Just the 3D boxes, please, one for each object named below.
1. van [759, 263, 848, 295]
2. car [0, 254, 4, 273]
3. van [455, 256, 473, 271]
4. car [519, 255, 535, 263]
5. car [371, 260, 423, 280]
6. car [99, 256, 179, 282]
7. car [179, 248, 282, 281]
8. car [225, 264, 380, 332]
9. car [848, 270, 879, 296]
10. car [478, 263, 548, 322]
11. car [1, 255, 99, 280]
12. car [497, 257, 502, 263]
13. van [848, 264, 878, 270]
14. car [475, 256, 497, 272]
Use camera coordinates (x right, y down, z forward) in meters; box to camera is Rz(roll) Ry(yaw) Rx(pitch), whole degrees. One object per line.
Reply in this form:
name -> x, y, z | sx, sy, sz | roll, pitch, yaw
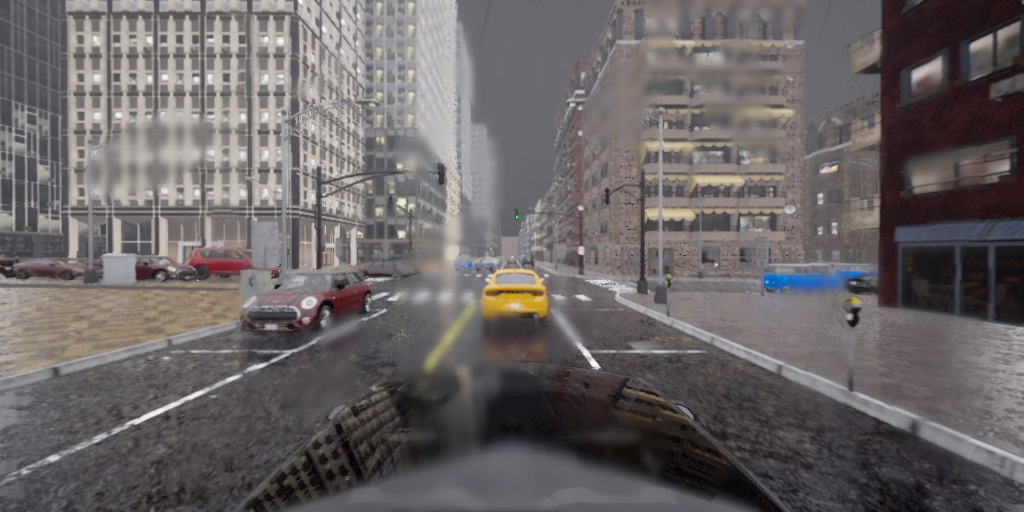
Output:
van -> 16.910, 1.355, 21.188 | 3.998, 1.789, 1.690 | 0, 0, 0
car -> -32.297, 0.381, 21.205 | 5.009, 1.841, 2.192 | 0, 0, 0
van -> -5.694, 0.891, 42.942 | 1.690, 1.789, 3.998 | 0, 0, 0
car -> 2.685, 0.790, 59.596 | 2.192, 1.841, 5.009 | 0, 0, 0
car -> -9.467, 1.016, 26.954 | 5.357, 1.411, 2.033 | 1, 0, 9
car -> -21.149, 0.720, 21.232 | 4.097, 1.591, 1.967 | 0, 0, 0
car -> -18.182, 0.541, 23.823 | 5.566, 2.045, 2.150 | 1, 0, 0
car -> -5.691, 1.146, 10.468 | 1.967, 1.591, 4.097 | 0, 0, 0
car -> 22.450, 1.686, 21.372 | 4.313, 1.339, 1.948 | 0, 0, 0
car -> 0.099, 1.176, 12.068 | 1.882, 1.535, 5.008 | 0, 0, 0
car -> -26.723, 0.755, 21.218 | 4.207, 1.307, 1.802 | 0, 0, 0
car -> -3.062, 1.011, 57.416 | 1.812, 1.442, 4.674 | 0, 0, 0
van -> 27.917, 1.512, 29.734 | 3.998, 1.789, 1.690 | 0, 0, 0
car -> -3.092, 1.083, 41.450 | 1.812, 1.442, 4.674 | 0, 0, 0
